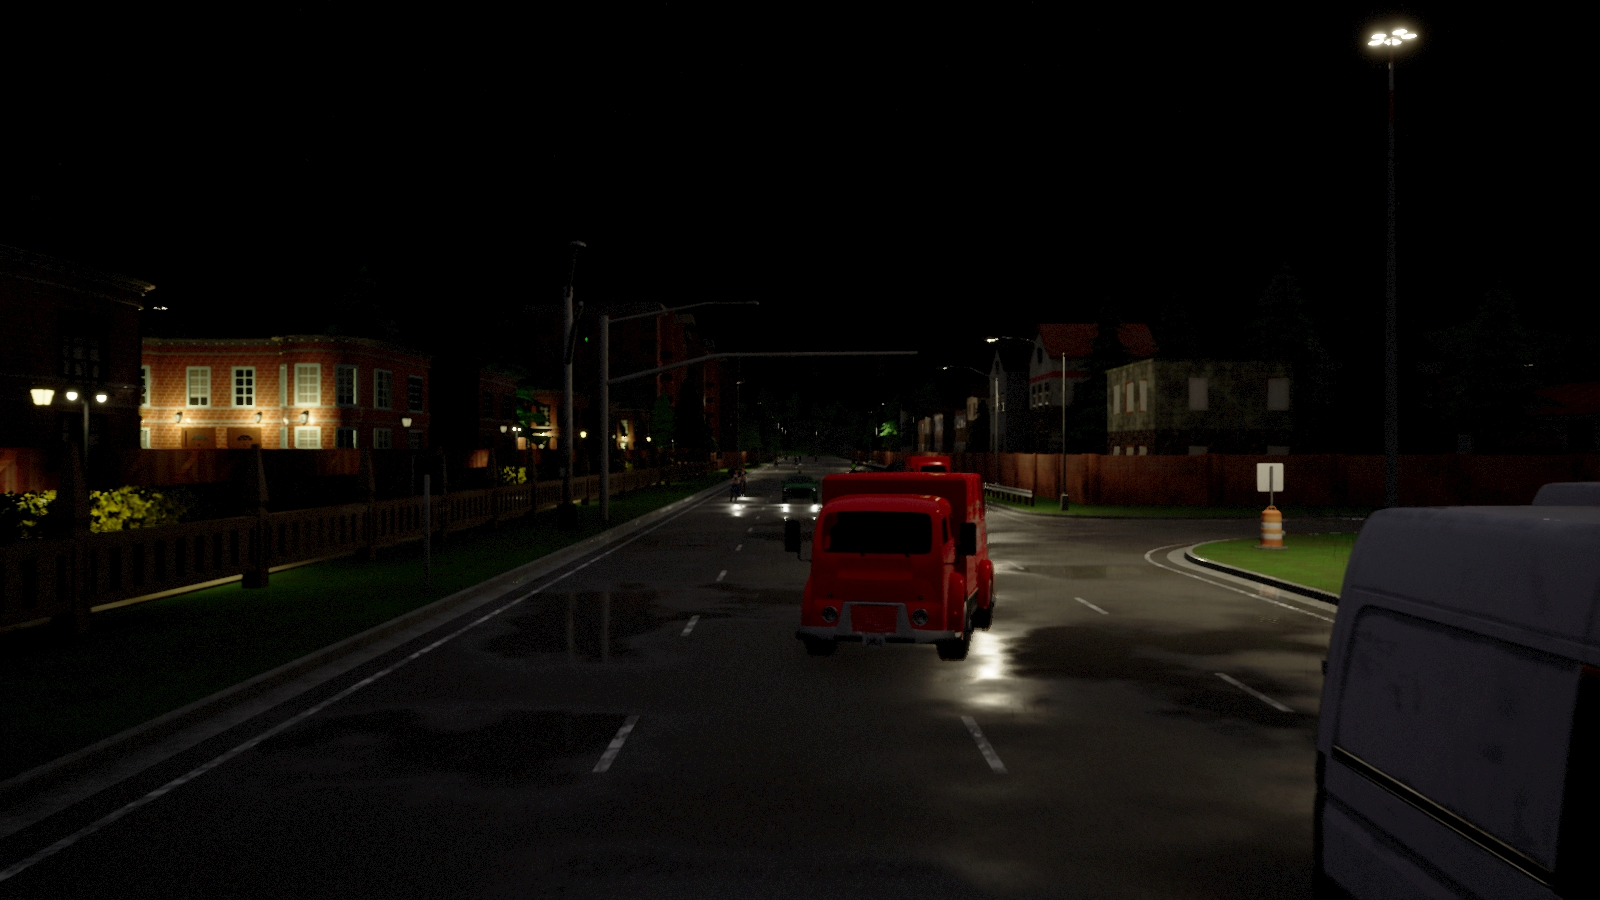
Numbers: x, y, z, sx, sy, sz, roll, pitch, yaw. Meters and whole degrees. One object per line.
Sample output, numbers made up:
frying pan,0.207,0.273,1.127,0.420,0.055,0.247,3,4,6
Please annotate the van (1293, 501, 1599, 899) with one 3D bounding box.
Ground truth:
van,3.504,1.535,2.854,1.988,2.561,5.915,0,0,0

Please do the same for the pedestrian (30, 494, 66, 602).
pedestrian,-13.180,1.705,20.034,0.375,1.860,0.375,0,0,0

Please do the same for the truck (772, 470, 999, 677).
truck,1.493,1.573,16.895,2.627,2.467,5.204,0,0,13
